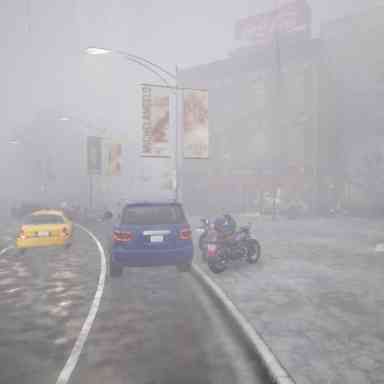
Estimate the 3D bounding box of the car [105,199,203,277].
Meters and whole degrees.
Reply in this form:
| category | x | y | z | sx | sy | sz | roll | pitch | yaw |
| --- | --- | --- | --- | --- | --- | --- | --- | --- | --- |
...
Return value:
| category | x | y | z | sx | sy | sz | roll | pitch | yaw |
| --- | --- | --- | --- | --- | --- | --- | --- | --- | --- |
| car | -1.533 | 1.219 | 10.591 | 2.150 | 2.045 | 5.566 | 0 | 0 | -15 |

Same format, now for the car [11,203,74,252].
| category | x | y | z | sx | sy | sz | roll | pitch | yaw |
| --- | --- | --- | --- | --- | --- | --- | --- | --- | --- |
| car | -6.062 | 1.452 | 14.050 | 1.801 | 1.575 | 5.366 | 0 | 0 | -19 |

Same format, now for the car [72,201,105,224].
| category | x | y | z | sx | sy | sz | roll | pitch | yaw |
| --- | --- | --- | --- | --- | --- | --- | --- | --- | --- |
| car | -7.348 | 1.590 | 24.614 | 1.895 | 1.301 | 4.718 | 0 | 0 | -28 |

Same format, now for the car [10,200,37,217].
| category | x | y | z | sx | sy | sz | roll | pitch | yaw |
| --- | --- | --- | --- | --- | --- | --- | --- | --- | --- |
| car | -14.692 | 1.493 | 29.296 | 1.837 | 1.490 | 4.892 | 1 | 0 | -38 |
